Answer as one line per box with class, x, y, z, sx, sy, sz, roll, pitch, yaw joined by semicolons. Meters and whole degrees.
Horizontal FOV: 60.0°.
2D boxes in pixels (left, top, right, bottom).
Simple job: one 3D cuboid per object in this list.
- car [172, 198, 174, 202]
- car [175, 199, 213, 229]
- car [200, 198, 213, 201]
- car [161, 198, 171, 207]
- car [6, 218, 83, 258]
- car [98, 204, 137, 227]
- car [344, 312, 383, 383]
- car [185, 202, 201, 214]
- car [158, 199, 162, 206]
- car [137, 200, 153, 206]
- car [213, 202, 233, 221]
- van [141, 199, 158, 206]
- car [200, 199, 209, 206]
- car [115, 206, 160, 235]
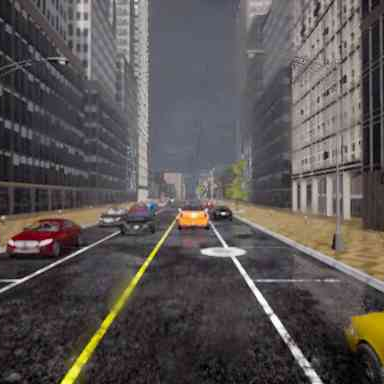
car;-5.684;2.331;76.019;1.947;1.339;4.313;0;-1;0
car;0.099;1.597;23.585;2.097;1.767;4.553;0;-1;0
car;2.696;1.983;53.237;1.967;1.590;4.097;0;-1;0
car;-5.684;2.095;64.635;1.967;1.590;4.097;0;-1;0
car;-5.687;1.723;13.405;1.802;1.307;4.206;0;-1;0
car;-5.687;1.809;24.791;2.008;1.369;4.403;0;-1;0
car;2.693;1.550;2.180;1.752;1.417;4.829;0;-1;0
car;0.104;1.955;41.716;1.812;1.442;4.674;0;-1;0
car;-5.685;2.069;47.559;1.802;1.307;4.206;0;-1;0
car;-5.686;1.918;36.175;1.887;1.381;4.507;0;-1;0
car;2.694;1.882;30.470;1.947;1.339;4.313;0;-1;0
van;-5.685;1.772;41.869;1.690;1.788;3.998;0;-1;0
car;2.696;2.236;70.482;1.752;1.417;4.829;0;-1;0
car;-3.090;1.777;20.423;1.994;1.385;4.181;0;-1;0
